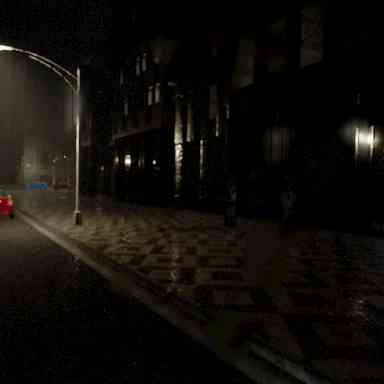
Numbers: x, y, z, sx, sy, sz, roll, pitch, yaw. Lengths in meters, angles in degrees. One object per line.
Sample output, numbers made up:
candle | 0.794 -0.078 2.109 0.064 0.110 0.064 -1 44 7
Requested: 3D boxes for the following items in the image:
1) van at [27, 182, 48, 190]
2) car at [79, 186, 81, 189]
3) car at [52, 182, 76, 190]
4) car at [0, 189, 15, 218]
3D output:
van | -34.012 -1.313 73.134 3.998 1.788 1.690 0 2 -35
car | -24.781 -1.079 79.620 4.313 1.339 1.947 0 2 -35
car | -29.393 -1.333 76.373 5.009 1.841 2.192 0 2 -35
car | -12.162 0.582 20.211 2.097 1.767 4.553 0 2 -34
